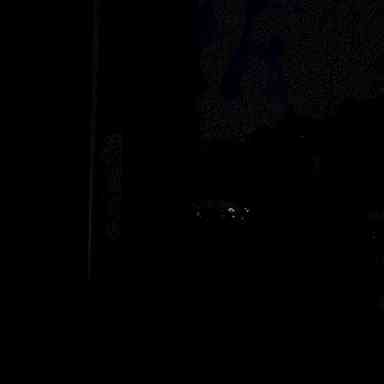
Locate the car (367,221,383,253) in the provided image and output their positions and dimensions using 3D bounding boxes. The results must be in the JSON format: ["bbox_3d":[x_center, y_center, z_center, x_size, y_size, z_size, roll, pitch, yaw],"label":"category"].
[{"bbox_3d":[7.265,1.405,10.220,2.033,1.411,5.357,0,-1,7],"label":"car"}]

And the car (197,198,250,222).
[{"bbox_3d":[2.431,1.368,26.403,2.097,1.767,4.553,2,-1,-36],"label":"car"}]
